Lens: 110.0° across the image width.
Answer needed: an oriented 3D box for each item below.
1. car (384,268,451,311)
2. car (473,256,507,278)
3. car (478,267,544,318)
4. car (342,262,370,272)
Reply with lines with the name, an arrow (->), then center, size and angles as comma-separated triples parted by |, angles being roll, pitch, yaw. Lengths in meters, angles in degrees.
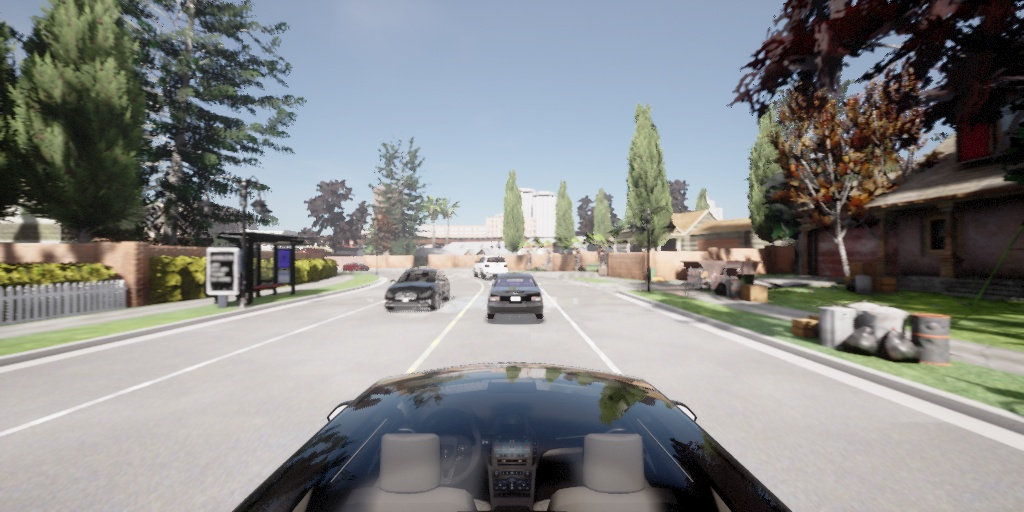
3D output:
car -> -3.666, 1.262, 14.629 | 1.837, 1.490, 4.892 | 0, 0, -1
car -> -2.038, 1.007, 32.423 | 2.150, 2.045, 5.566 | 0, 0, -17
car -> 0.101, 1.304, 13.021 | 2.033, 1.411, 5.357 | 0, 0, 0
car -> -22.613, 1.573, 52.022 | 4.181, 1.385, 1.994 | -1, -1, 30
